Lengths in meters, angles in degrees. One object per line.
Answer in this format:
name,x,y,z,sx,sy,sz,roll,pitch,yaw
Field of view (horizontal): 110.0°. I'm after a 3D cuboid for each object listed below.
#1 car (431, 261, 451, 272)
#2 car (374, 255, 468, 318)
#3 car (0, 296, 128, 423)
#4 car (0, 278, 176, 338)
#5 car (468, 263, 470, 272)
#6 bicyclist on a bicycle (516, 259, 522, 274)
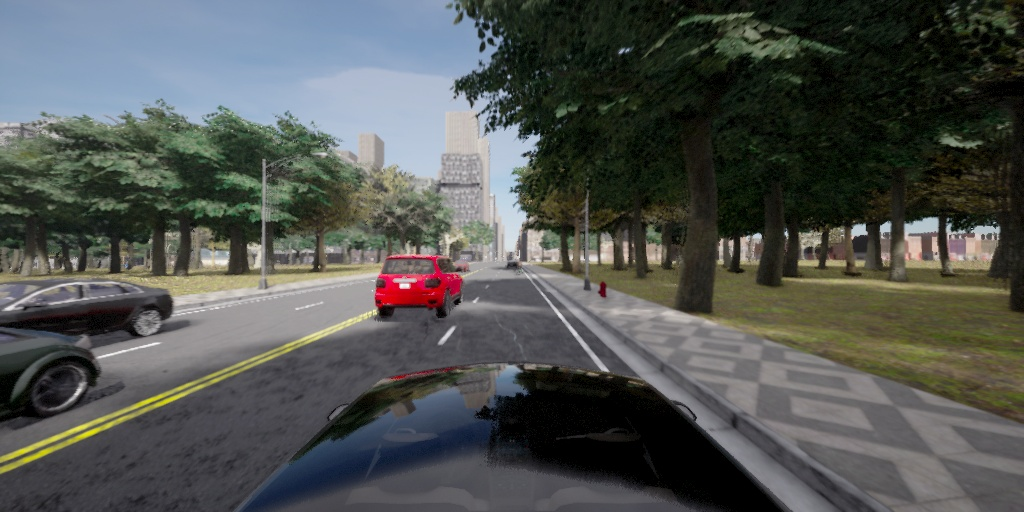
car,-9.839,1.389,50.095,1.837,1.490,4.892,0,0,0
car,-3.156,0.979,13.214,2.150,2.045,5.566,0,0,0
car,-6.601,1.314,3.102,1.994,1.385,4.181,0,0,0
car,-9.852,1.244,7.430,2.128,1.511,4.902,0,0,0
car,-6.593,1.344,46.418,1.882,1.535,5.008,0,-1,0
bicyclist on a bicycle,0.876,1.285,38.803,0.582,1.620,1.656,0,-1,0
